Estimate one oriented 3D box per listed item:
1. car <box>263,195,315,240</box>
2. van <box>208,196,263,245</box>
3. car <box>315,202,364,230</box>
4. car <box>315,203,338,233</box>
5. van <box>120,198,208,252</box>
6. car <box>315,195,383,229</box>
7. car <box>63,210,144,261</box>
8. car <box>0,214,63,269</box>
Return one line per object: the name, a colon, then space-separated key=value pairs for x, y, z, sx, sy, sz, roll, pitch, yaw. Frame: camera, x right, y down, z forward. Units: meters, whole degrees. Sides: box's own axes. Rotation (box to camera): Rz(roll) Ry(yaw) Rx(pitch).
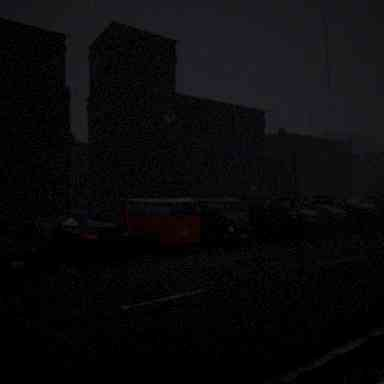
car: x=3.051 y=1.227 z=17.184 sx=2.435 sy=2.045 sz=5.566 roll=0 pitch=0 yaw=-35
van: x=0.870 y=1.247 z=15.453 sx=1.878 sy=1.987 sz=4.442 roll=0 pitch=0 yaw=-35
car: x=7.544 y=1.530 z=20.345 sx=2.002 sy=1.452 sz=4.674 roll=0 pitch=0 yaw=-35
car: x=5.332 y=1.524 z=18.771 sx=2.002 sy=1.452 sz=4.674 roll=0 pitch=0 yaw=-35
van: x=-1.527 y=1.245 z=14.033 sx=1.878 sy=1.987 sz=4.442 roll=0 pitch=0 yaw=-35
car: x=9.774 y=1.247 z=21.901 sx=2.435 sy=2.045 sz=5.566 roll=0 pitch=0 yaw=-35
car: x=-3.824 y=1.508 z=12.250 sx=2.002 sy=1.452 sz=4.674 roll=0 pitch=0 yaw=-35
car: x=-5.970 y=1.497 z=10.689 sx=2.163 sy=1.488 sz=4.792 roll=0 pitch=0 yaw=-35
